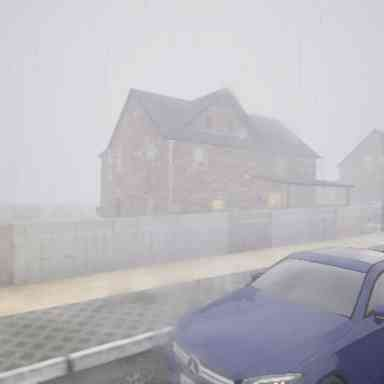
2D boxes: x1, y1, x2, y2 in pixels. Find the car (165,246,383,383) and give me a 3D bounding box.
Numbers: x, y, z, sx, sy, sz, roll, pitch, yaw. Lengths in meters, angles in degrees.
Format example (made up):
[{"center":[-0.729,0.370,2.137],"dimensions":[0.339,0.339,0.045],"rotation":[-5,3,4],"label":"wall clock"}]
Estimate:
[{"center":[1.886,1.528,4.383],"dimensions":[4.674,1.442,1.812],"rotation":[0,0,-35],"label":"car"}]
